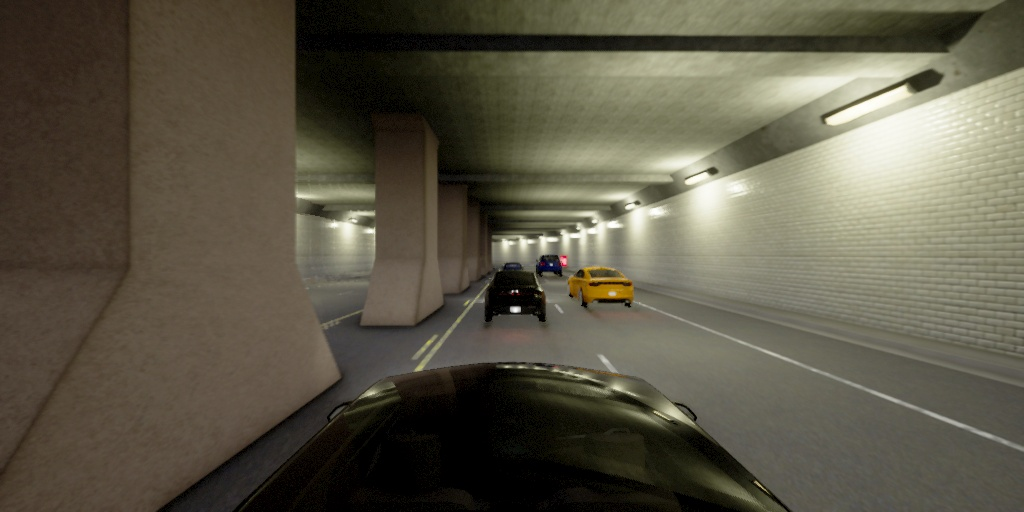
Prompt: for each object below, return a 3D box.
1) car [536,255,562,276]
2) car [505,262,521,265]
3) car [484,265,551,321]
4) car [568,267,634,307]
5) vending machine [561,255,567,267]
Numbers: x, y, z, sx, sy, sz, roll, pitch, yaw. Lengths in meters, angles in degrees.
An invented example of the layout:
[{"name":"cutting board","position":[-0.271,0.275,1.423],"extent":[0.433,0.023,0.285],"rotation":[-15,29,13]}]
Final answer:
[{"name":"car","position":[3.592,0.892,35.417],"extent":[2.150,2.045,5.566],"rotation":[0,0,0]},{"name":"car","position":[0.092,1.229,30.642],"extent":[2.033,1.411,5.357],"rotation":[0,0,0]},{"name":"car","position":[0.097,1.229,12.361],"extent":[1.837,1.490,4.892],"rotation":[0,0,0]},{"name":"car","position":[3.596,1.196,15.322],"extent":[1.882,1.535,5.008],"rotation":[0,0,0]},{"name":"vending machine","position":[8.576,0.810,58.911],"extent":[1.100,2.100,0.880],"rotation":[0,0,-7]}]
